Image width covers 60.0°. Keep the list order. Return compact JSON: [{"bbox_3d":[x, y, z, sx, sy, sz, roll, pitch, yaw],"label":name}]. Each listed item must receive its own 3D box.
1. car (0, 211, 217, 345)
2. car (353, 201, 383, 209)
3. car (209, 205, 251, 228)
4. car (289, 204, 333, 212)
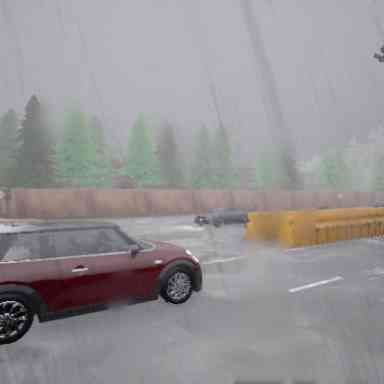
[{"bbox_3d":[-1.987,1.360,6.627,4.553,1.767,2.097,0,0,-35],"label":"car"},{"bbox_3d":[18.939,1.679,34.617,5.357,1.411,2.033,0,0,-35],"label":"car"},{"bbox_3d":[2.219,1.620,22.747,4.181,1.385,1.994,0,0,-35],"label":"car"},{"bbox_3d":[10.449,1.694,28.607,4.718,1.301,1.895,0,0,-35],"label":"car"}]
